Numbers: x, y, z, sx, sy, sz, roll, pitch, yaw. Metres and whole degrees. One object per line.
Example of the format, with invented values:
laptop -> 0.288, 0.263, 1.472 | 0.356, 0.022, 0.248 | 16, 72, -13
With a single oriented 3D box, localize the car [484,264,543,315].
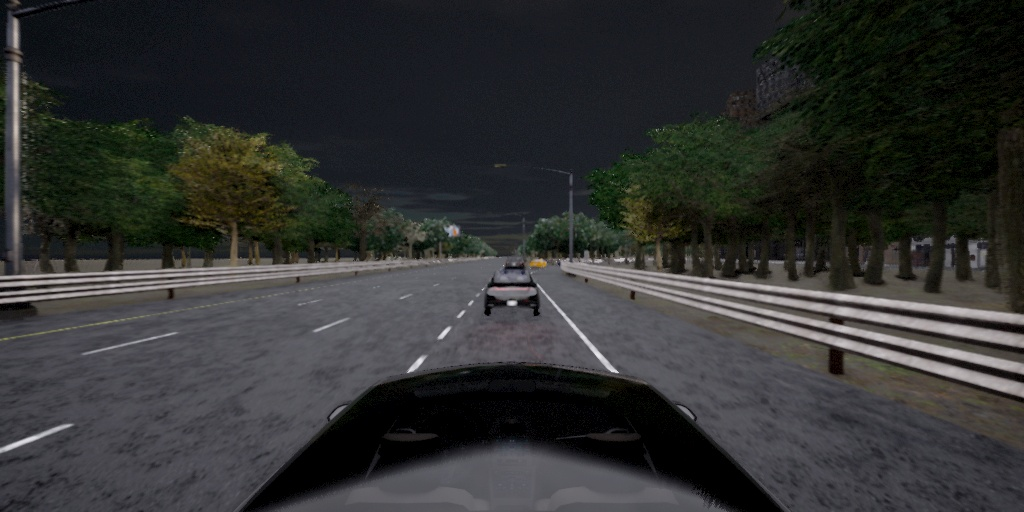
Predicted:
car -> 0.003, 1.244, 13.486 | 2.128, 1.511, 4.902 | 0, 0, 0

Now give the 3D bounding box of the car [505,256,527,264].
car -> 0.475, 0.981, 40.510 | 2.150, 2.045, 5.566 | 0, 0, 6

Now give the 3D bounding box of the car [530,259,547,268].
car -> 4.417, 1.235, 58.973 | 1.882, 1.535, 5.008 | 0, 0, 18
